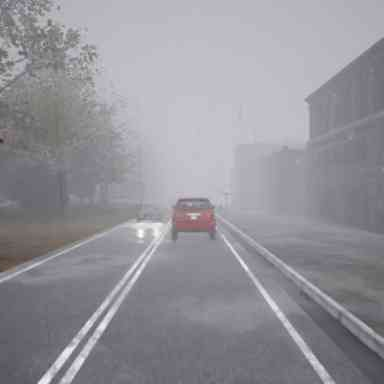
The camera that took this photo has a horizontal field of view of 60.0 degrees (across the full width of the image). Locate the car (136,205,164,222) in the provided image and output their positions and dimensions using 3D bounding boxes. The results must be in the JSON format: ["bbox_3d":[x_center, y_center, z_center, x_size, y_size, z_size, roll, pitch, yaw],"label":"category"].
[{"bbox_3d":[-3.392,1.749,27.668,1.994,1.385,4.181,0,-1,0],"label":"car"}]

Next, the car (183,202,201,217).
[{"bbox_3d":[0.027,1.830,36.267,1.812,1.442,4.674,0,-1,0],"label":"car"}]

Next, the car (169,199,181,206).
[{"bbox_3d":[-3.501,2.140,69.058,2.128,1.511,4.902,0,-1,0],"label":"car"}]

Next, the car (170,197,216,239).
[{"bbox_3d":[0.080,1.303,18.016,2.150,2.045,5.566,0,-1,0],"label":"car"}]
